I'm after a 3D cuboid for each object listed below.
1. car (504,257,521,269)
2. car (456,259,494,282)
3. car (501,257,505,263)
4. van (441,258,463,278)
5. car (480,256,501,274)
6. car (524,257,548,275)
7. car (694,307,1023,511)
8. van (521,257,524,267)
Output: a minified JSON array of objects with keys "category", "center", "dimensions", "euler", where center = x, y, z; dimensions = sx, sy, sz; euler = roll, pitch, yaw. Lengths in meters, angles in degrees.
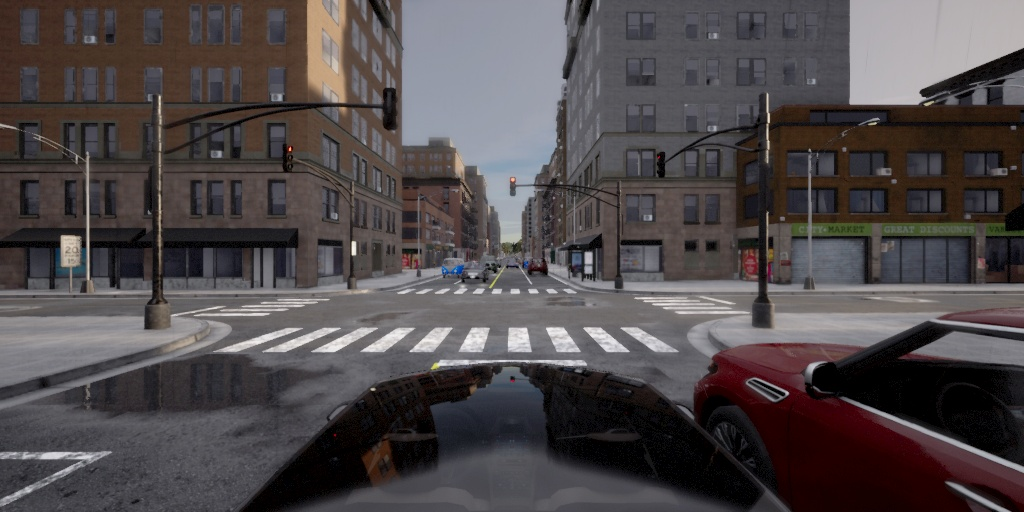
[{"category":"car","center":[0.081,1.306,57.942],"dimensions":[1.994,1.385,4.181],"euler":[0,0,1]},{"category":"car","center":[-2.838,1.239,28.368],"dimensions":[2.128,1.511,4.902],"euler":[0,0,0]},{"category":"car","center":[-2.735,1.289,60.844],"dimensions":[2.033,1.411,5.357],"euler":[0,0,0]},{"category":"van","center":[-5.392,1.087,33.113],"dimensions":[1.690,1.789,3.998],"euler":[0,0,0]},{"category":"car","center":[-2.828,0.968,42.203],"dimensions":[2.150,2.045,5.566],"euler":[0,0,0]},{"category":"car","center":[2.723,1.060,38.517],"dimensions":[2.192,1.841,5.009],"euler":[0,0,0]},{"category":"car","center":[2.637,1.065,1.146],"dimensions":[2.192,1.841,5.009],"euler":[0,0,0]},{"category":"van","center":[2.716,1.084,54.736],"dimensions":[1.690,1.789,3.998],"euler":[0,0,0]}]
